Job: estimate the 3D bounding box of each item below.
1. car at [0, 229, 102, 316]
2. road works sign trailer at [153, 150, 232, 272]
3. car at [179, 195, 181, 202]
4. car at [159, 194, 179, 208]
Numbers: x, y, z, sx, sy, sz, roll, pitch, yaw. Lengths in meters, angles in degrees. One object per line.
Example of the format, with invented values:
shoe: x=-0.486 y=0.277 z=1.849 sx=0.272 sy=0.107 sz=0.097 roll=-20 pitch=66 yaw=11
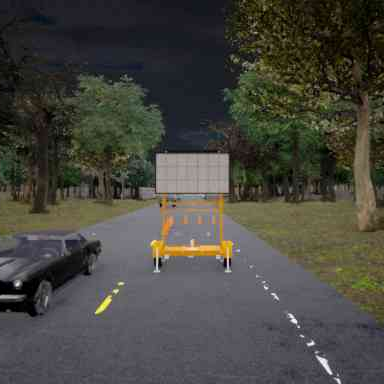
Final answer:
car: x=-3.586 y=1.601 z=7.608 sx=1.895 sy=1.301 sz=4.718 roll=0 pitch=0 yaw=0
road works sign trailer: x=0.019 y=0.464 z=10.721 sx=2.380 sy=3.560 sz=2.880 roll=0 pitch=0 yaw=0
car: x=-3.362 y=1.403 z=74.597 sx=1.837 sy=1.490 sz=4.892 roll=0 pitch=0 yaw=0
car: x=-3.509 y=1.185 z=48.113 sx=2.150 sy=2.045 sz=5.566 roll=0 pitch=0 yaw=0
